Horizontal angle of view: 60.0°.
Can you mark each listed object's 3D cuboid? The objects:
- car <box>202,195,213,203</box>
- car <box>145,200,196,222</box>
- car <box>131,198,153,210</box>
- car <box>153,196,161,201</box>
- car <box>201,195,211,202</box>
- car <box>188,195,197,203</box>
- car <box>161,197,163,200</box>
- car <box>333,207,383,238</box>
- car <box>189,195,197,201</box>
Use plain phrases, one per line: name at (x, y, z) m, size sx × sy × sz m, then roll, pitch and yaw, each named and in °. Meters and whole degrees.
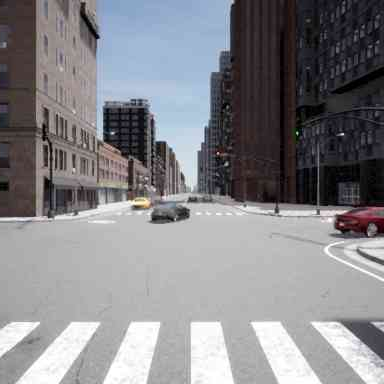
car at (3.379, 1.532, 70.964) m, size 2.128 × 1.511 × 4.902 m, roll 0°, pitch 0°, yaw 0°
car at (-1.587, 1.568, 26.403) m, size 1.994 × 1.385 × 4.181 m, roll 0°, pitch 0°, yaw 22°
car at (-6.521, 1.486, 42.196) m, size 1.882 × 1.535 × 5.008 m, roll 0°, pitch 0°, yaw 0°
car at (-6.490, 1.574, 51.446) m, size 1.994 × 1.385 × 4.181 m, roll 0°, pitch 0°, yaw 1°
car at (3.398, 1.500, 81.384) m, size 2.128 × 1.511 × 4.902 m, roll 0°, pitch 0°, yaw 0°
car at (0.129, 1.485, 70.970) m, size 1.882 × 1.535 × 5.008 m, roll 0°, pitch 0°, yaw 0°
car at (-6.450, 1.488, 61.867) m, size 1.882 × 1.535 × 5.008 m, roll 0°, pitch 0°, yaw 0°
car at (10.095, 1.569, 18.080) m, size 5.008 × 1.535 × 1.882 m, roll 1°, pitch -1°, yaw -19°
car at (0.148, 1.453, 81.389) m, size 1.882 × 1.535 × 5.008 m, roll 0°, pitch 0°, yaw 0°
